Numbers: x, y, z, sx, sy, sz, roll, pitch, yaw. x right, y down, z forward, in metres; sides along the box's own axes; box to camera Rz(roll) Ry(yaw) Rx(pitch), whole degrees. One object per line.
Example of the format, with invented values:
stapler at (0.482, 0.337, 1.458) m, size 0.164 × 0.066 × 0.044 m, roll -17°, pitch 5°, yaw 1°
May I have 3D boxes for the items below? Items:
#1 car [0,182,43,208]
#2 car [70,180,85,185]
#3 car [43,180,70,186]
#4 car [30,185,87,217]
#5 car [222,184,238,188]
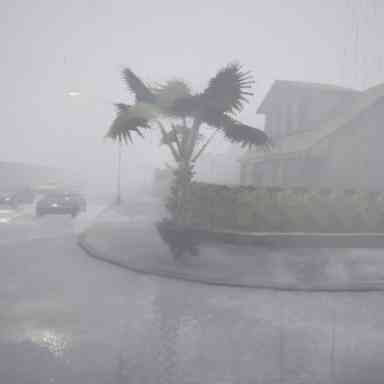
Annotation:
car at (-11.836, 0.179, 21.885) m, size 2.033 × 1.411 × 5.357 m, roll 2°, pitch 2°, yaw -9°
car at (-15.534, -0.943, 44.851) m, size 1.812 × 1.442 × 4.674 m, roll 2°, pitch 2°, yaw -9°
car at (-13.450, -0.368, 31.852) m, size 1.882 × 1.535 × 5.008 m, roll 2°, pitch 2°, yaw -9°
car at (-6.995, 0.524, 18.214) m, size 1.994 × 1.385 × 4.181 m, roll 2°, pitch 2°, yaw -9°
car at (2.233, 0.109, 26.686) m, size 3.633 × 1.501 × 1.845 m, roll 2°, pitch 2°, yaw -12°
